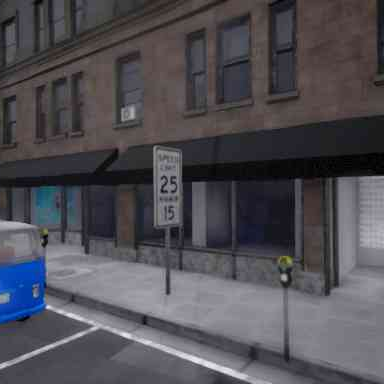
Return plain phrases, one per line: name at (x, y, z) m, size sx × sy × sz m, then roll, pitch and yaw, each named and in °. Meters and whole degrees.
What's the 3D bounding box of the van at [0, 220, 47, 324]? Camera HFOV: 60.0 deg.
van at (-4.307, 1.341, 5.940) m, size 3.998 × 1.788 × 1.690 m, roll 0°, pitch -1°, yaw 36°
